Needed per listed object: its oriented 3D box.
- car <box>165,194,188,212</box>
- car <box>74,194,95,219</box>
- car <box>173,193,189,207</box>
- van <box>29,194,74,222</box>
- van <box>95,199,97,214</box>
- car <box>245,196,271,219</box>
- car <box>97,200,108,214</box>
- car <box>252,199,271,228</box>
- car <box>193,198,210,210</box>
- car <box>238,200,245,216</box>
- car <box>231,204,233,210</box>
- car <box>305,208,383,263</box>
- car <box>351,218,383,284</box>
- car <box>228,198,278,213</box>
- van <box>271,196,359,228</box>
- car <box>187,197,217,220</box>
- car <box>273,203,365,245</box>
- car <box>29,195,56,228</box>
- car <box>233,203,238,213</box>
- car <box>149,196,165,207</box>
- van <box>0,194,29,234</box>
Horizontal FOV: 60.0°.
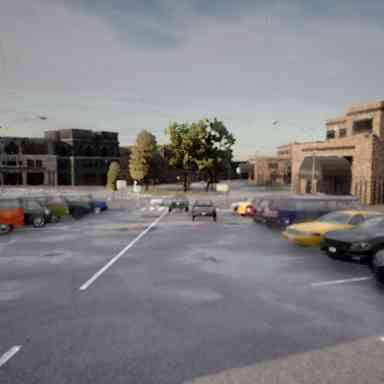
[{"bbox_3d":[-1.452,1.176,36.304,2.097,1.767,4.553,0,0,0],"label":"car"},{"bbox_3d":[-10.858,1.127,26.338,5.566,2.045,2.435,-1,0,-18],"label":"car"},{"bbox_3d":[-1.543,1.036,47.505,2.097,1.767,4.553,0,2,0],"label":"car"},{"bbox_3d":[-10.853,1.165,23.367,4.442,1.987,1.878,-1,0,-18],"label":"van"},{"bbox_3d":[-10.914,1.141,29.282,4.442,1.987,1.878,-1,1,-18],"label":"van"},{"bbox_3d":[6.305,1.234,22.218,4.553,1.767,2.185,1,0,-20],"label":"car"},{"bbox_3d":[-10.717,1.351,32.320,5.008,1.535,2.097,-1,1,-18],"label":"car"},{"bbox_3d":[6.360,1.374,19.275,5.008,1.535,2.097,1,1,-20],"label":"car"},{"bbox_3d":[1.073,1.399,40.836,1.895,1.301,4.718,0,0,0],"label":"car"},{"bbox_3d":[6.339,1.375,25.188,4.792,1.488,2.163,1,0,-20],"label":"car"},{"bbox_3d":[6.240,1.345,31.064,4.792,1.488,2.163,1,1,-20],"label":"car"},{"bbox_3d":[6.403,1.418,10.460,5.008,1.535,2.097,1,1,-20],"label":"car"},{"bbox_3d":[6.376,1.462,7.515,4.792,1.488,2.163,1,1,-20],"label":"car"},{"bbox_3d":[6.243,1.341,34.026,4.674,1.452,2.002,1,1,-21],"label":"car"},{"bbox_3d":[6.483,1.164,16.373,4.442,1.987,1.878,1,0,-20],"label":"van"},{"bbox_3d":[0.972,1.361,26.397,2.128,1.511,4.902,0,0,3],"label":"car"},{"bbox_3d":[6.209,1.398,13.331,5.366,1.575,1.946,1,1,-20],"label":"car"},{"bbox_3d":[-11.009,1.280,20.333,4.553,1.767,2.185,-1,1,-19],"label":"car"},{"bbox_3d":[6.262,1.204,28.118,4.553,1.767,2.185,1,0,-20],"label":"car"},{"bbox_3d":[-4.731,1.245,46.336,1.812,1.442,4.674,0,1,1],"label":"car"},{"bbox_3d":[-11.225,1.196,17.281,4.442,1.987,1.878,-1,1,-19],"label":"van"}]
